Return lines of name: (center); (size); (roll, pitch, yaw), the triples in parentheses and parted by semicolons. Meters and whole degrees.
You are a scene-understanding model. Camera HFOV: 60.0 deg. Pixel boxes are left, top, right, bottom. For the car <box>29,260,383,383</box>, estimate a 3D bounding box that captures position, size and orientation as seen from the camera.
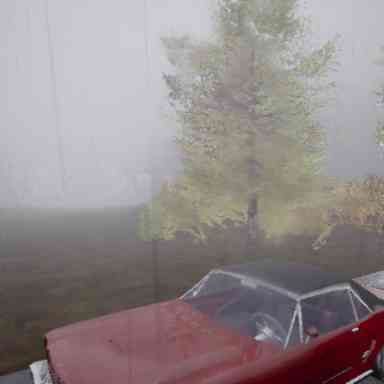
car: (0.763, 1.613, 3.906); (4.718, 1.301, 1.895); (0, 0, -35)
